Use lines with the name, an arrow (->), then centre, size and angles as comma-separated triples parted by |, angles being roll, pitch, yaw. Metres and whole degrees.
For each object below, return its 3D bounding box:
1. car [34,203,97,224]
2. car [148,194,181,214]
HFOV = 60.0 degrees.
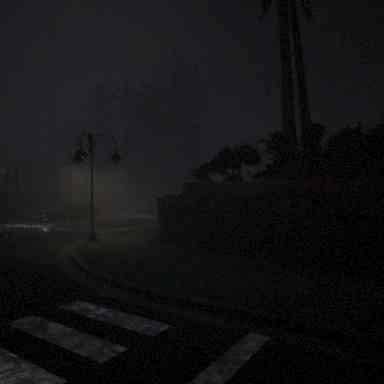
car -> -9.667, 1.618, 25.797 | 1.837, 1.490, 4.892 | -1, -1, 35
car -> -2.256, 1.254, 35.974 | 2.150, 2.045, 5.566 | -1, 0, 39
